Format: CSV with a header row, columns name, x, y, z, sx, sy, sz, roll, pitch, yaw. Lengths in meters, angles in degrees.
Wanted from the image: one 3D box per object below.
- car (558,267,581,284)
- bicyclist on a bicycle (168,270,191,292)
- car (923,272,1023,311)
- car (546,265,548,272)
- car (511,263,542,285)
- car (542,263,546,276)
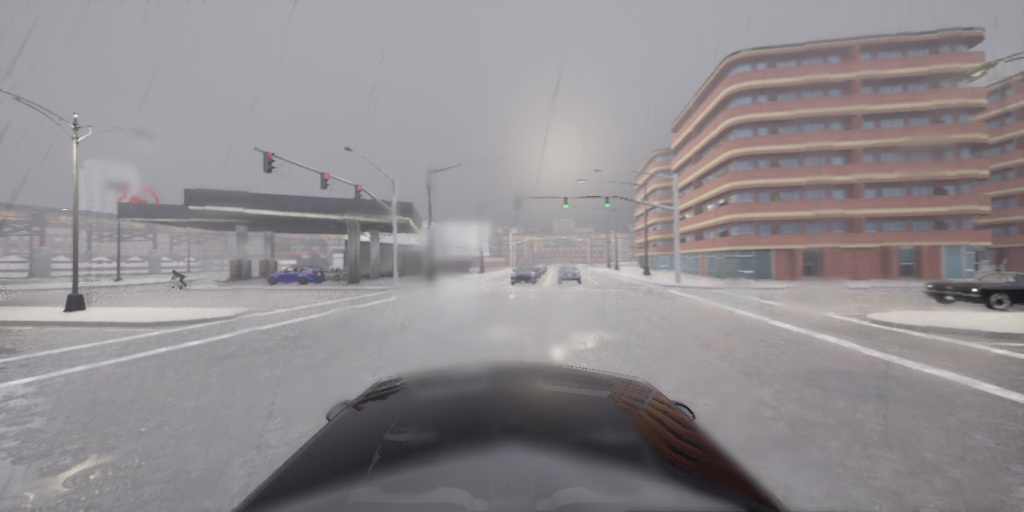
name,x,y,z,sx,sy,sz,roll,pitch,yaw
car,4.969,1.616,31.110,2.033,1.411,5.357,-1,-1,7
bicyclist on a bicycle,-25.389,1.852,27.278,0.582,1.620,1.656,-11,3,7
car,18.476,1.256,13.160,4.718,1.301,1.895,-1,-1,5
car,3.698,1.858,49.913,1.812,1.442,4.674,-1,-1,7
car,1.151,1.461,30.301,2.097,1.767,4.553,-1,-1,8
car,2.353,1.781,39.724,1.994,1.385,4.181,-1,-1,8
